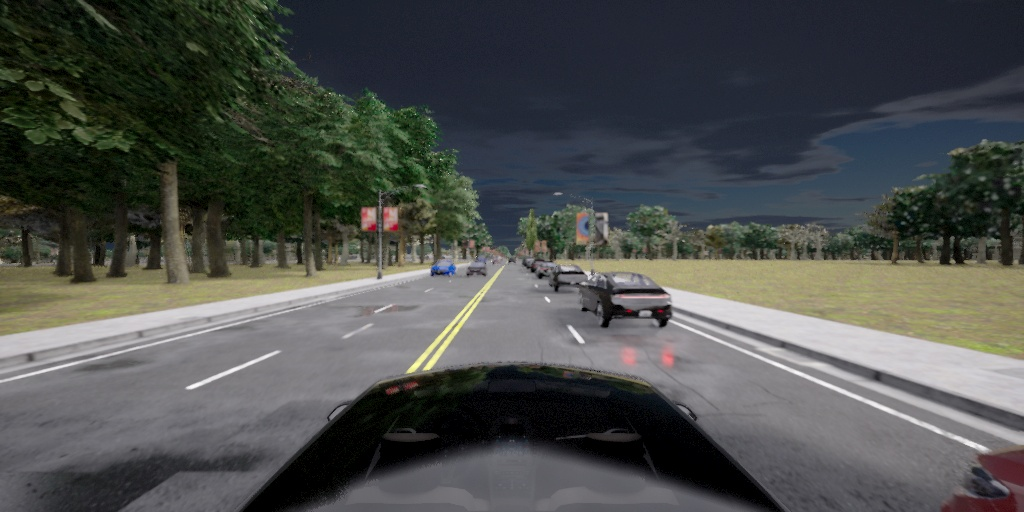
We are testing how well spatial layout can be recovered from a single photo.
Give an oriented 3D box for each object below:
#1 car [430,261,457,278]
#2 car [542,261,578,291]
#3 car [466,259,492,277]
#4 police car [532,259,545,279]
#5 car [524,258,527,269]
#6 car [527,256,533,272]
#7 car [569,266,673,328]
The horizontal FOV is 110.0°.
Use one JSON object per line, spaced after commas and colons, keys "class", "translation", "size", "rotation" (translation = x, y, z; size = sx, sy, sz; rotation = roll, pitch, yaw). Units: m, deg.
{"class": "car", "translation": [-6.595, 1.228, 34.859], "size": [1.882, 1.535, 5.008], "rotation": [0, 0, 0]}
{"class": "car", "translation": [3.248, 1.242, 21.548], "size": [2.128, 1.511, 4.902], "rotation": [0, 0, 0]}
{"class": "car", "translation": [-3.348, 1.298, 35.261], "size": [2.033, 1.411, 5.357], "rotation": [0, 0, 0]}
{"class": "police car", "translation": [3.247, 1.255, 32.549], "size": [2.038, 1.542, 4.974], "rotation": [0, 0, 0]}
{"class": "car", "translation": [3.245, 1.314, 54.549], "size": [1.994, 1.385, 4.181], "rotation": [0, 0, 0]}
{"class": "car", "translation": [3.246, 1.180, 43.548], "size": [2.033, 1.649, 4.856], "rotation": [0, 0, 0]}
{"class": "car", "translation": [3.347, 1.242, 11.411], "size": [2.128, 1.511, 4.902], "rotation": [0, 0, 0]}
